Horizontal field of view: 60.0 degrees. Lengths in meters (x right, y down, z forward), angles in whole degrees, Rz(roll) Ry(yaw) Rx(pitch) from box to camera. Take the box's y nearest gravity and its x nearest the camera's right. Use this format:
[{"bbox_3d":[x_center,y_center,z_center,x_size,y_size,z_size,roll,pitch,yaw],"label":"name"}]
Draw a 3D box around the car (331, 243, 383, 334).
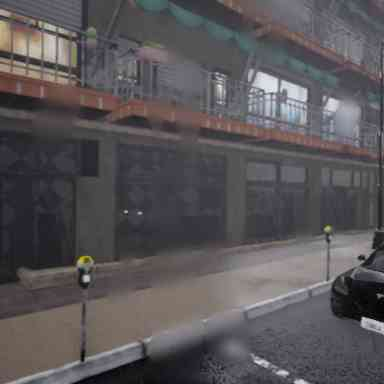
[{"bbox_3d":[4.303,1.538,6.126,4.313,1.339,1.947,0,1,-39],"label":"car"}]
